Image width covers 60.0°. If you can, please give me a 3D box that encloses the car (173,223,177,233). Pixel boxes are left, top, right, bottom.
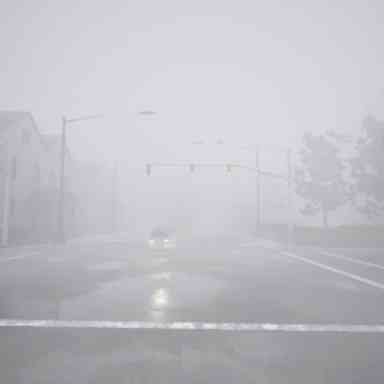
[{"bbox_3d":[-3.593,5.798,54.588,2.097,1.767,4.553,0,-5,0],"label":"car"}]

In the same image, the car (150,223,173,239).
[{"bbox_3d":[-3.615,4.527,38.104,1.882,1.535,5.008,0,-5,0],"label":"car"}]
